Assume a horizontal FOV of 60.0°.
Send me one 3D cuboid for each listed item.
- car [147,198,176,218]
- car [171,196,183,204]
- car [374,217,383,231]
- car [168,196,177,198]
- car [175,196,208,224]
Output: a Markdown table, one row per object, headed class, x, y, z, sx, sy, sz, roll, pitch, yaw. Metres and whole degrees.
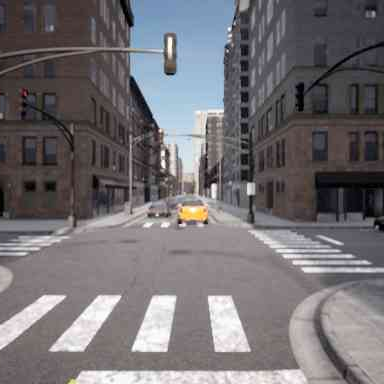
| class | x | y | z | sx | sy | sz | roll | pitch | yaw |
| --- | --- | --- | --- | --- | --- | --- | --- | --- | --- |
| car | -2.895 | 1.533 | 30.330 | 2.033 | 1.411 | 5.357 | 0 | 0 | 0 |
| car | -2.849 | 1.556 | 64.259 | 2.033 | 1.411 | 5.357 | 0 | 0 | 0 |
| car | 12.341 | 1.550 | 18.258 | 4.313 | 1.339 | 1.947 | 0 | 0 | 0 |
| car | -2.907 | 1.488 | 42.144 | 1.837 | 1.490 | 4.892 | 0 | 2 | 0 |
| car | 0.063 | 1.338 | 24.997 | 2.097 | 1.767 | 4.553 | 0 | 0 | 0 |
